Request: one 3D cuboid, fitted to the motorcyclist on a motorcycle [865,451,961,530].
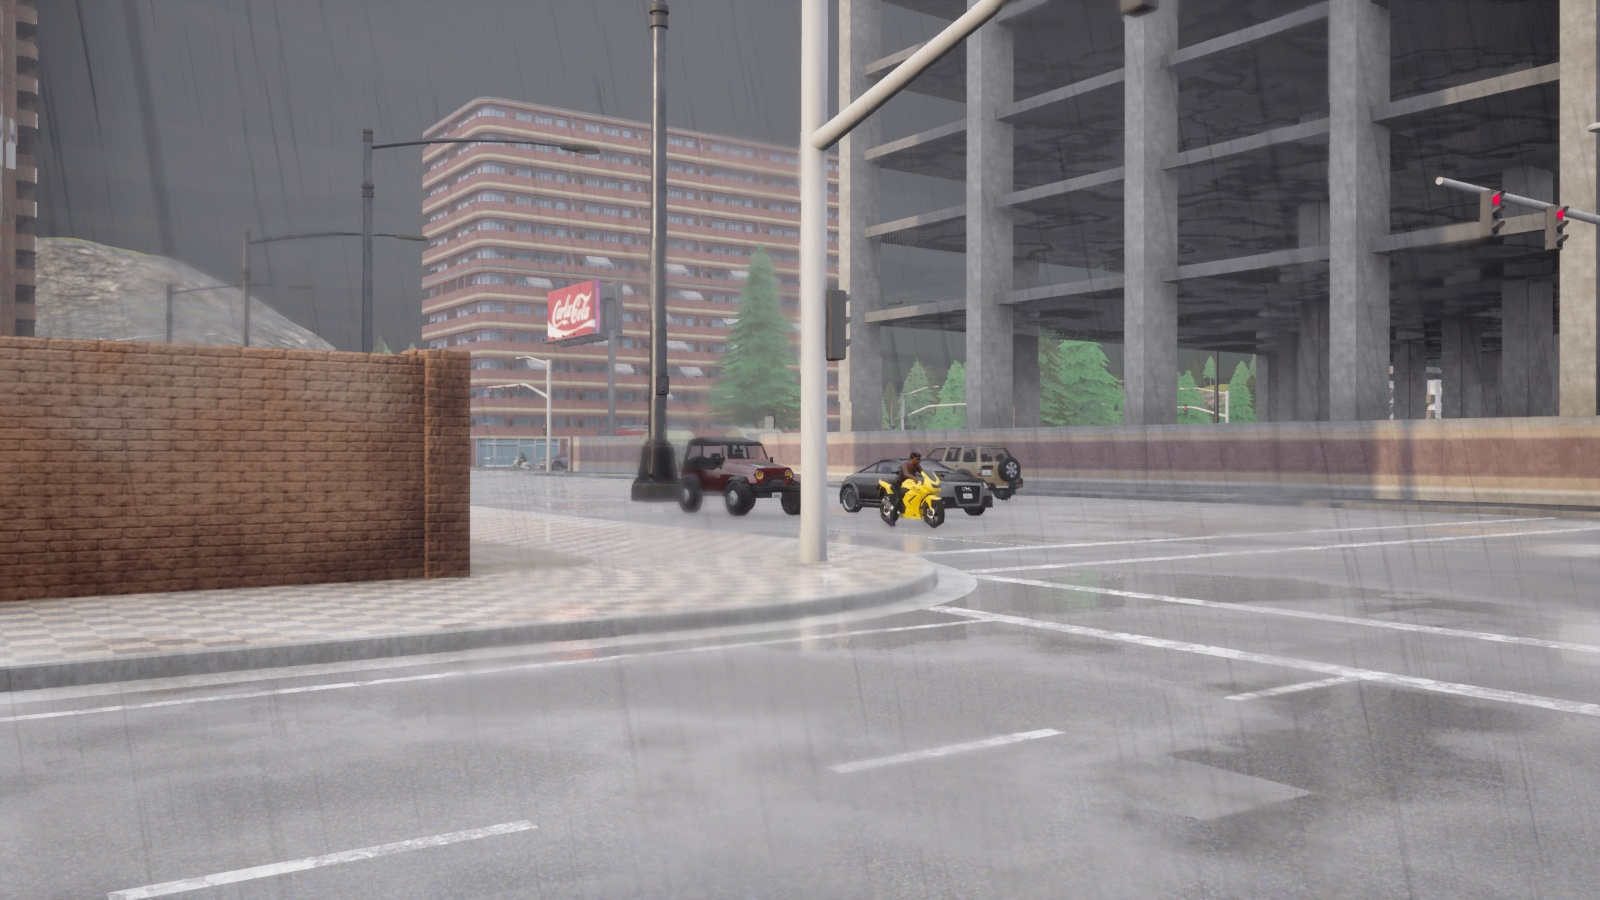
[{"bbox_3d":[2.260,0.784,25.376,0.797,1.523,2.044,0,0,-35],"label":"motorcyclist on a motorcycle"}]

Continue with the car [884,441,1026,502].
[{"bbox_3d":[4.887,0.649,40.136,1.932,1.855,4.605,0,0,-34],"label":"car"}]

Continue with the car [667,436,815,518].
[{"bbox_3d":[-1.511,0.619,30.884,1.905,1.878,3.866,0,0,-34],"label":"car"}]

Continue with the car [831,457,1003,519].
[{"bbox_3d":[2.787,0.878,30.800,1.994,1.385,4.181,0,0,-34],"label":"car"}]
